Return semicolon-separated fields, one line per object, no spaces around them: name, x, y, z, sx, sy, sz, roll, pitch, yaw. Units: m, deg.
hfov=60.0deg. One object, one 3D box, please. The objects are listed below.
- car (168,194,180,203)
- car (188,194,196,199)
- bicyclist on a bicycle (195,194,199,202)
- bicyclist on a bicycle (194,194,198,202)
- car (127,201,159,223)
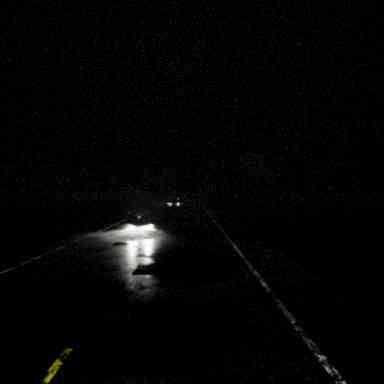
car;-3.498;1.269;65.940;2.097;1.767;4.553;0;0;0
car;0.014;1.306;87.880;1.812;1.442;4.674;0;0;0
bicyclist on a bicycle;0.961;1.348;64.908;0.866;1.612;1.509;0;0;0
bicyclist on a bicycle;0.975;1.337;74.068;0.866;1.612;1.509;0;0;0
car;-3.595;1.454;25.125;2.128;1.511;4.902;0;0;0
